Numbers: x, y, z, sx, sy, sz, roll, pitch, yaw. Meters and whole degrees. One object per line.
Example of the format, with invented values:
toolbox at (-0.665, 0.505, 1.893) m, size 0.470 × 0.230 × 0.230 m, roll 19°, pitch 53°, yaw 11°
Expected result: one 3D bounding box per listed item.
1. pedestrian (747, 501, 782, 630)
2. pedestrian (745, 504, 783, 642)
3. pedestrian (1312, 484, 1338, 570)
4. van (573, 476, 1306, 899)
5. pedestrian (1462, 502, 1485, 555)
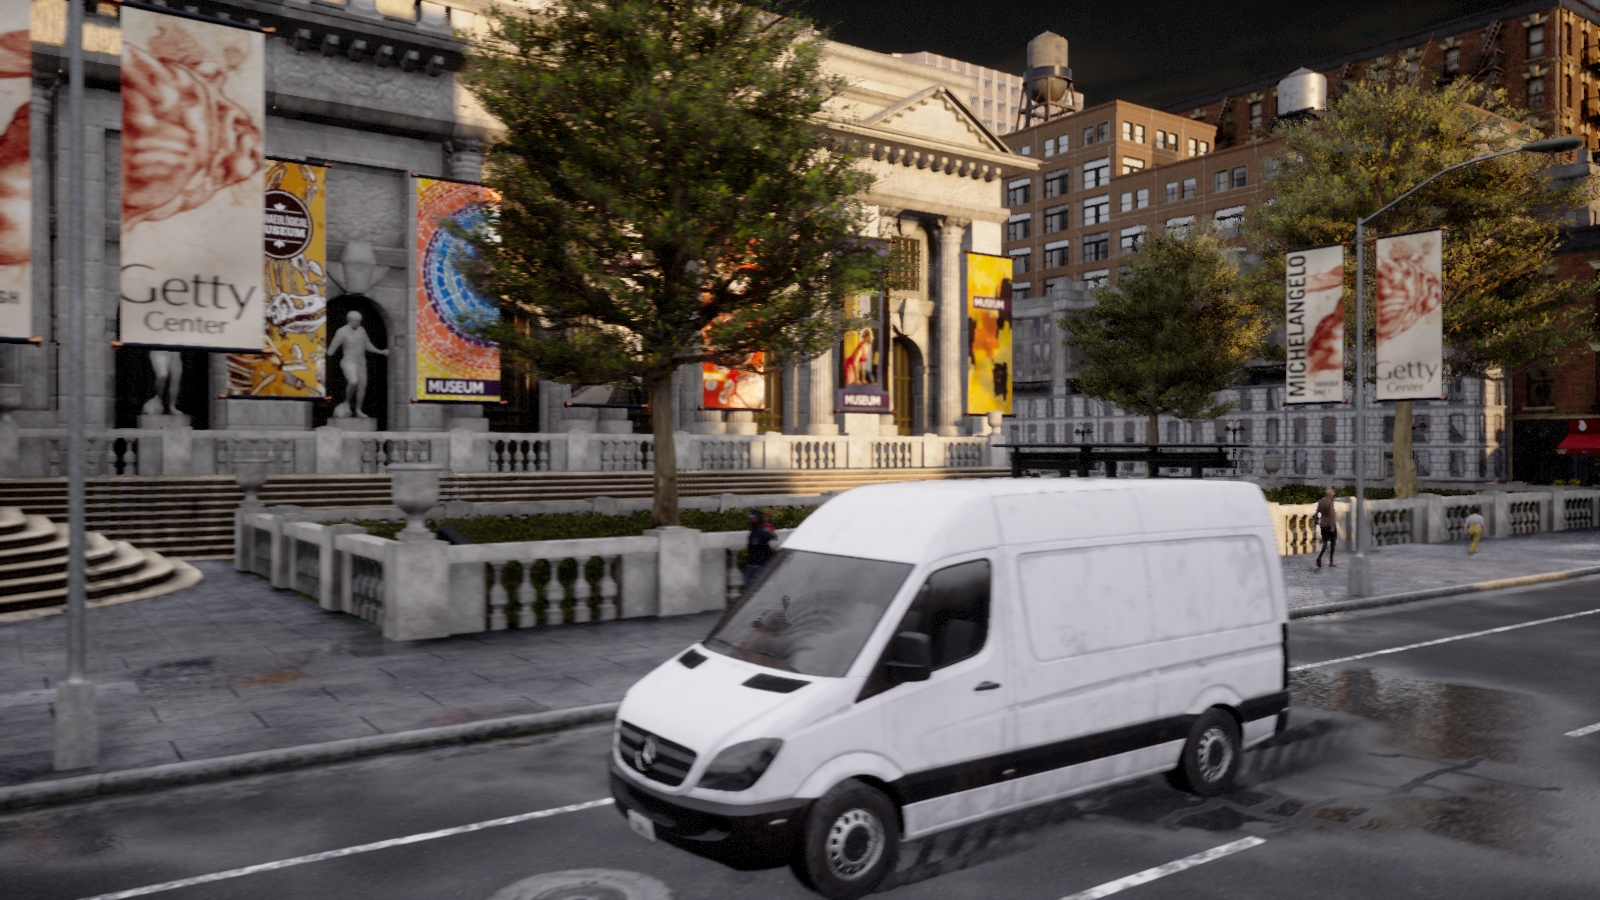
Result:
pedestrian at (-0.527, 1.697, 16.954) m, size 0.375 × 1.860 × 0.375 m, roll 0°, pitch 0°, yaw -42°
pedestrian at (-0.501, 1.697, 15.893) m, size 0.375 × 1.860 × 0.375 m, roll 0°, pitch 0°, yaw -41°
pedestrian at (11.667, 1.700, 25.401) m, size 0.375 × 1.860 × 0.375 m, roll 0°, pitch 0°, yaw -31°
van at (1.382, 1.535, 9.011) m, size 5.915 × 2.561 × 1.988 m, roll 0°, pitch 0°, yaw -35°
pedestrian at (17.043, 1.980, 28.912) m, size 0.375 × 1.300 × 0.375 m, roll 0°, pitch 0°, yaw -30°
